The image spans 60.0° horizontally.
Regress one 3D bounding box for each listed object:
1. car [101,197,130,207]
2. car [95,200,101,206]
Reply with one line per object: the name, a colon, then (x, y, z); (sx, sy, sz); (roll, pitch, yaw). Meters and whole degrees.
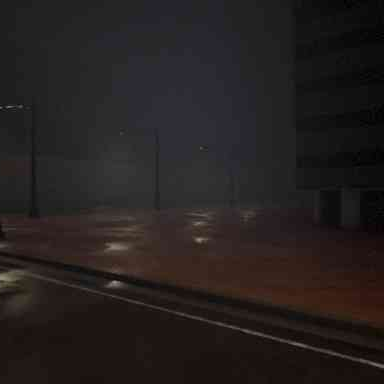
car: (-12.881, 1.781, 57.898); (1.812, 1.442, 4.674); (0, 0, 36)
car: (-15.327, 1.753, 60.442); (1.882, 1.535, 5.008); (0, 0, 36)
